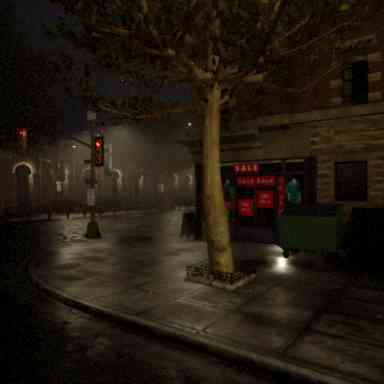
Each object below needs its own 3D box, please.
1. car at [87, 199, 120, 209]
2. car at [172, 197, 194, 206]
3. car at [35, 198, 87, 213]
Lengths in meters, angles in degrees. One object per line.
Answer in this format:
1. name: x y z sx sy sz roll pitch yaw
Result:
1. car: -12.153 1.590 45.125 1.895 1.301 4.718 0 0 36
2. car: -1.488 1.559 54.413 1.994 1.385 4.181 0 0 36
3. car: -14.545 1.473 36.472 1.882 1.535 5.008 0 0 36
